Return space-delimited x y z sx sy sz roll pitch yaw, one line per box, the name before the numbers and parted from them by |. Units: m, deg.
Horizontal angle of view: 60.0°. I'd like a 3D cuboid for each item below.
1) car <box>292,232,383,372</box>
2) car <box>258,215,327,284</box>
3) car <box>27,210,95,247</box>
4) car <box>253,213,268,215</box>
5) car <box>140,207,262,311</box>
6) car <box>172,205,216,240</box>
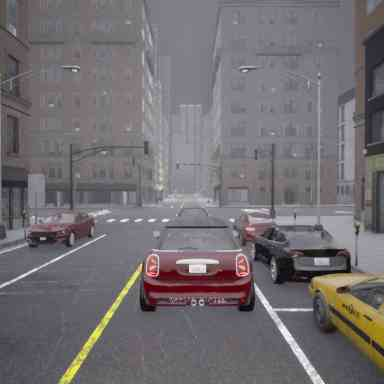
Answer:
car | 2.859 1.524 3.972 1.752 1.417 4.829 -1 0 0
car | 2.851 1.563 9.388 1.947 1.339 4.313 -1 0 0
car | -5.704 1.540 14.957 1.887 1.381 4.507 -1 0 0
car | 2.842 1.577 14.974 1.802 1.307 4.206 -1 0 0
car | 0.088 1.350 7.893 2.097 1.767 4.553 0 0 0
car | 0.068 1.542 18.131 2.033 1.411 5.357 0 0 0
